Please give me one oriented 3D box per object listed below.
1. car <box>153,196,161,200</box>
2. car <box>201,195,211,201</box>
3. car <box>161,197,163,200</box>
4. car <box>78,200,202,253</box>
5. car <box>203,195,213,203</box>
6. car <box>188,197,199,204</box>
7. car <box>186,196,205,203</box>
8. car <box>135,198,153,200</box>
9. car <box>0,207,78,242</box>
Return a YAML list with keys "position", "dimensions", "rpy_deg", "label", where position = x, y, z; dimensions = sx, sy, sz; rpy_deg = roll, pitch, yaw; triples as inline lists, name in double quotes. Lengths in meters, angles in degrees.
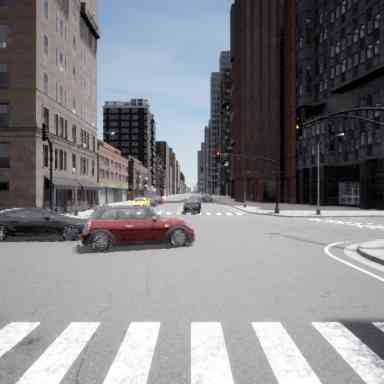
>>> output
- position: [-6.481, 1.569, 51.436]
  dimensions: [1.994, 1.385, 4.181]
  rpy_deg: [0, 0, 1]
  label: "car"
- position: [3.411, 1.492, 81.372]
  dimensions: [2.128, 1.511, 4.902]
  rpy_deg: [0, 0, 0]
  label: "car"
- position: [-6.440, 1.482, 61.857]
  dimensions: [1.882, 1.535, 5.008]
  rpy_deg: [0, 0, 0]
  label: "car"
- position: [-2.199, 1.356, 13.740]
  dimensions: [4.553, 1.767, 2.097]
  rpy_deg: [0, 0, -19]
  label: "car"
- position: [3.391, 1.525, 70.952]
  dimensions: [2.128, 1.511, 4.902]
  rpy_deg: [0, 0, 0]
  label: "car"
- position: [0.223, 1.568, 62.405]
  dimensions: [1.994, 1.385, 4.181]
  rpy_deg: [0, 0, 0]
  label: "car"
- position: [0.026, 1.494, 36.659]
  dimensions: [2.128, 1.511, 4.902]
  rpy_deg: [0, 0, 2]
  label: "car"
- position: [-6.514, 1.481, 42.186]
  dimensions: [1.882, 1.535, 5.008]
  rpy_deg: [0, 0, 0]
  label: "car"
- position: [-7.270, 1.454, 15.439]
  dimensions: [4.674, 1.442, 1.812]
  rpy_deg: [2, 0, -19]
  label: "car"
